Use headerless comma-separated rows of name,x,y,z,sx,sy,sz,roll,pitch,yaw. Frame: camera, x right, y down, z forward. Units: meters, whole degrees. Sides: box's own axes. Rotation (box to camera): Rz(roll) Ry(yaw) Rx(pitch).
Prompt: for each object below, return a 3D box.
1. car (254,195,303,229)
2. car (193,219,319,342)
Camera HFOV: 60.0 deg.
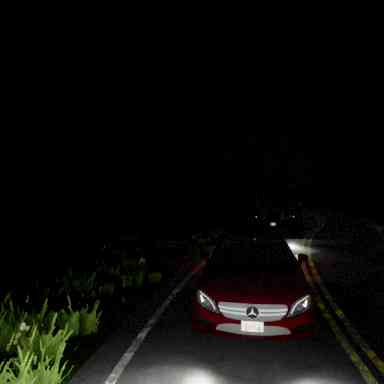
car,5.016,1.214,18.918,2.150,2.045,5.566,-2,-1,22
car,1.231,1.534,6.725,1.812,1.442,4.674,-1,0,11
